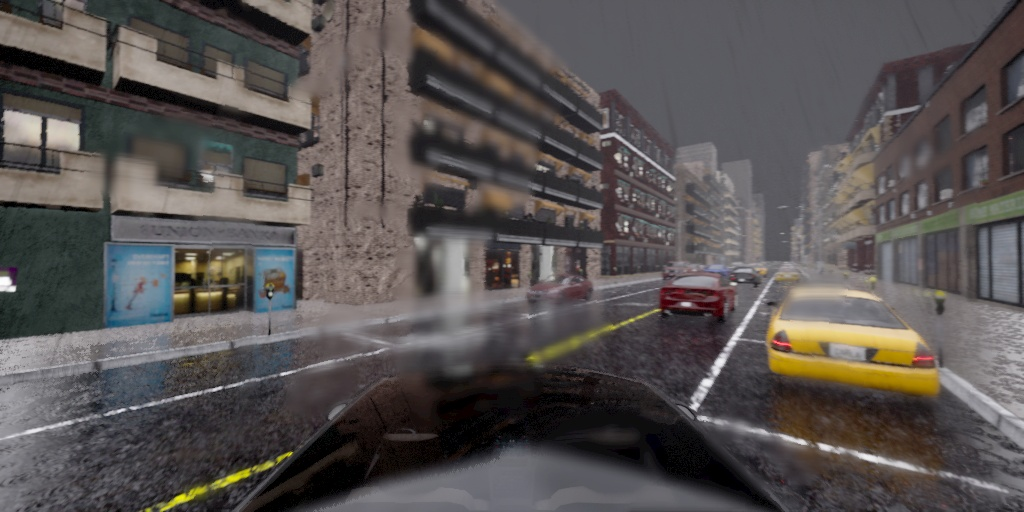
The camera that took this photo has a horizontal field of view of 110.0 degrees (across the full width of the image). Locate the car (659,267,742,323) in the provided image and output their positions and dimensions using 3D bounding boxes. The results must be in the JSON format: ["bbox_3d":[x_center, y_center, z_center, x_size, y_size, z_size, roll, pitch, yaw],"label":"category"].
[{"bbox_3d":[6.811,1.337,12.921,1.882,1.535,5.008,-1,-1,37],"label":"car"}]

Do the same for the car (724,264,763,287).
[{"bbox_3d":[17.397,1.512,26.834,1.812,1.442,4.674,-1,-1,37],"label":"car"}]

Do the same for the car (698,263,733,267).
[{"bbox_3d":[20.776,1.565,36.499,1.882,1.535,5.008,-1,-1,38],"label":"car"}]

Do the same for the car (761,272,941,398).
[{"bbox_3d":[5.913,1.246,6.702,1.801,1.575,5.366,-1,-1,37],"label":"car"}]

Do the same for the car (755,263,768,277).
[{"bbox_3d":[28.166,1.572,41.155,1.801,1.575,5.366,-1,-1,37],"label":"car"}]

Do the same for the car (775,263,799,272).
[{"bbox_3d":[22.794,1.524,29.641,1.751,1.417,4.829,0,0,37],"label":"car"}]

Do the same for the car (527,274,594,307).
[{"bbox_3d":[2.373,1.501,16.640,1.802,1.307,4.207,0,0,37],"label":"car"}]

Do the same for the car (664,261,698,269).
[{"bbox_3d":[16.024,1.397,34.582,2.192,1.841,5.009,0,0,37],"label":"car"}]
